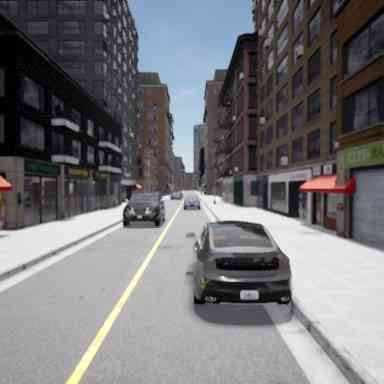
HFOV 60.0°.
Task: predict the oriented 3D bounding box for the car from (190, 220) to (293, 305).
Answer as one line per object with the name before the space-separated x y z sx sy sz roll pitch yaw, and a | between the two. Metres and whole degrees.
car | 0.941 1.420 7.890 1.837 1.490 4.892 0 1 0

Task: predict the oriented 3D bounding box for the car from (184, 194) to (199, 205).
car | -0.085 1.029 47.472 1.994 1.385 4.181 0 1 0

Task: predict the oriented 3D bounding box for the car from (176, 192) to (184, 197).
car | -2.913 0.645 82.599 1.895 1.301 4.718 0 1 0

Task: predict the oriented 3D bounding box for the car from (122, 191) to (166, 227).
car | -2.893 0.989 21.088 2.150 2.045 5.566 0 1 0

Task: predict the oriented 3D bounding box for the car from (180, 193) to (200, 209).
car | 0.008 1.137 36.789 2.033 1.411 5.357 0 1 0

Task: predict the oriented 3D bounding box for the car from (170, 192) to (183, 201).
car | -2.927 0.861 61.444 1.994 1.385 4.181 0 1 0
